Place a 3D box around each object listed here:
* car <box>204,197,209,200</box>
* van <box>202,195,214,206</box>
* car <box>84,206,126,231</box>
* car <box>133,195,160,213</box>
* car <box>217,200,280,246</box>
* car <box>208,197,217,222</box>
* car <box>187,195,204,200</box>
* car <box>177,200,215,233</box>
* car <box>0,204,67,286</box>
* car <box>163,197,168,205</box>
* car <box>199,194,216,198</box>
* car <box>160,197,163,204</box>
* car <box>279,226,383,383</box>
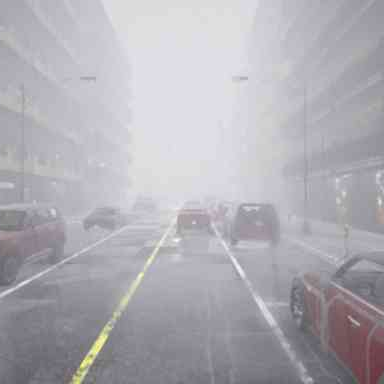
[{"bbox_3d":[2.560,1.569,37.198,1.802,1.307,4.206,1,0,0],"label":"car"},{"bbox_3d":[2.569,1.350,53.793,1.690,1.788,3.998,1,0,0],"label":"van"},{"bbox_3d":[-5.291,1.549,20.666,1.947,1.339,4.313,1,0,0],"label":"car"},{"bbox_3d":[-5.281,1.302,37.256,2.192,1.841,5.009,1,0,0],"label":"car"},{"bbox_3d":[2.559,1.300,15.072,2.192,1.841,5.009,1,0,0],"label":"car"},{"bbox_3d":[2.559,1.423,26.136,1.967,1.590,4.097,1,0,0],"label":"car"},{"bbox_3d":[0.113,1.465,37.866,1.882,1.535,5.008,0,0,0],"label":"car"},{"bbox_3d":[0.107,1.460,19.752,1.882,1.535,5.008,0,0,0],"label":"car"},{"bbox_3d":[-5.288,1.305,9.603,2.192,1.841,5.009,1,0,0],"label":"car"},{"bbox_3d":[-5.281,1.602,59.381,1.802,1.307,4.206,1,0,0],"label":"car"},{"bbox_3d":[2.568,1.315,48.261,2.192,1.841,5.009,1,0,0],"label":"car"},{"bbox_3d":[-5.285,1.537,42.787,1.887,1.381,4.507,1,0,0],"label":"car"},{"bbox_3d":[2.595,1.436,4.011,1.967,1.590,4.097,1,0,0],"label":"car"}]
